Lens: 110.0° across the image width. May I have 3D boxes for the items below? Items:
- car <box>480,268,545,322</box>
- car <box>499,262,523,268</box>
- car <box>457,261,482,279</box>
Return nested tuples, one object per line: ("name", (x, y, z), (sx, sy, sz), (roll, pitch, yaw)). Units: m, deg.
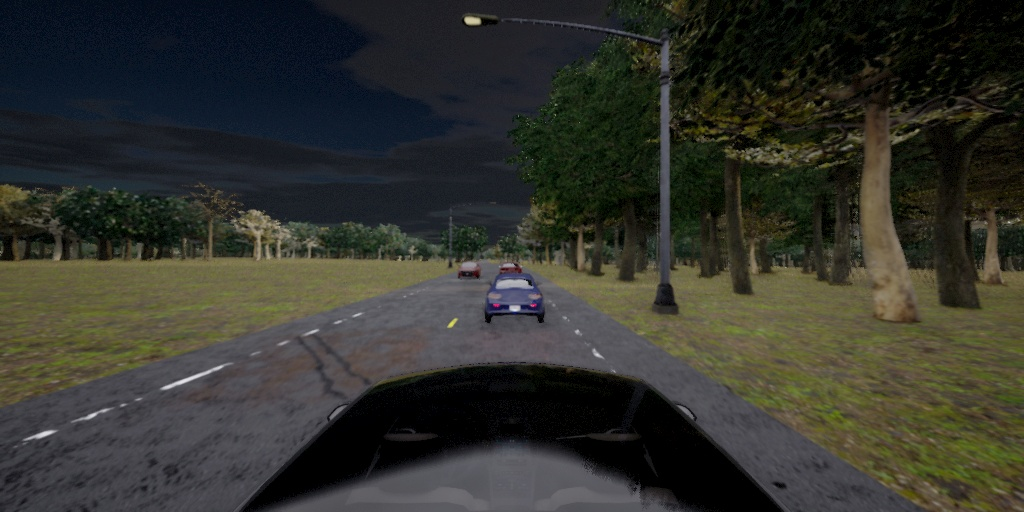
("car", (0.075, 1.290, 12.295), (1.812, 1.442, 4.674), (0, 0, 0))
("car", (-0.105, 1.243, 30.367), (1.882, 1.535, 5.008), (0, 0, -1))
("car", (-3.821, 1.241, 32.923), (1.882, 1.535, 5.008), (0, 0, -1))
